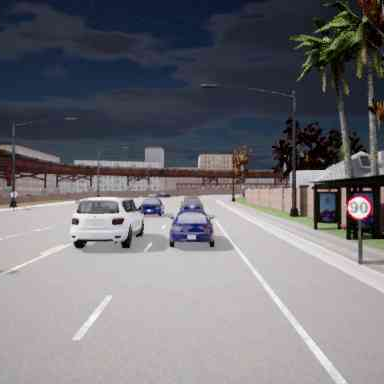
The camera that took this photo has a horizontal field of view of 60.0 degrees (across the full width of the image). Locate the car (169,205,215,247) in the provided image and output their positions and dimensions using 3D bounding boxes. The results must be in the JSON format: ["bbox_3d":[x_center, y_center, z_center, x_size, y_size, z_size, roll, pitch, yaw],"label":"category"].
[{"bbox_3d":[0.000,1.499,14.647,1.812,1.442,4.674,0,0,0],"label":"car"}]

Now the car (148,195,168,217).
[{"bbox_3d":[-3.500,1.330,29.644,1.882,1.535,5.008,0,1,0],"label":"car"}]

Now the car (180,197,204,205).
[{"bbox_3d":[0.000,1.211,29.614,2.097,1.767,4.553,0,1,0],"label":"car"}]

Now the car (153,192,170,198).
[{"bbox_3d":[-6.772,0.778,78.444,1.882,1.535,5.008,0,1,19],"label":"car"}]

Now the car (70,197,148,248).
[{"bbox_3d":[-3.500,1.222,14.677,2.150,2.045,5.566,0,0,0],"label":"car"}]
